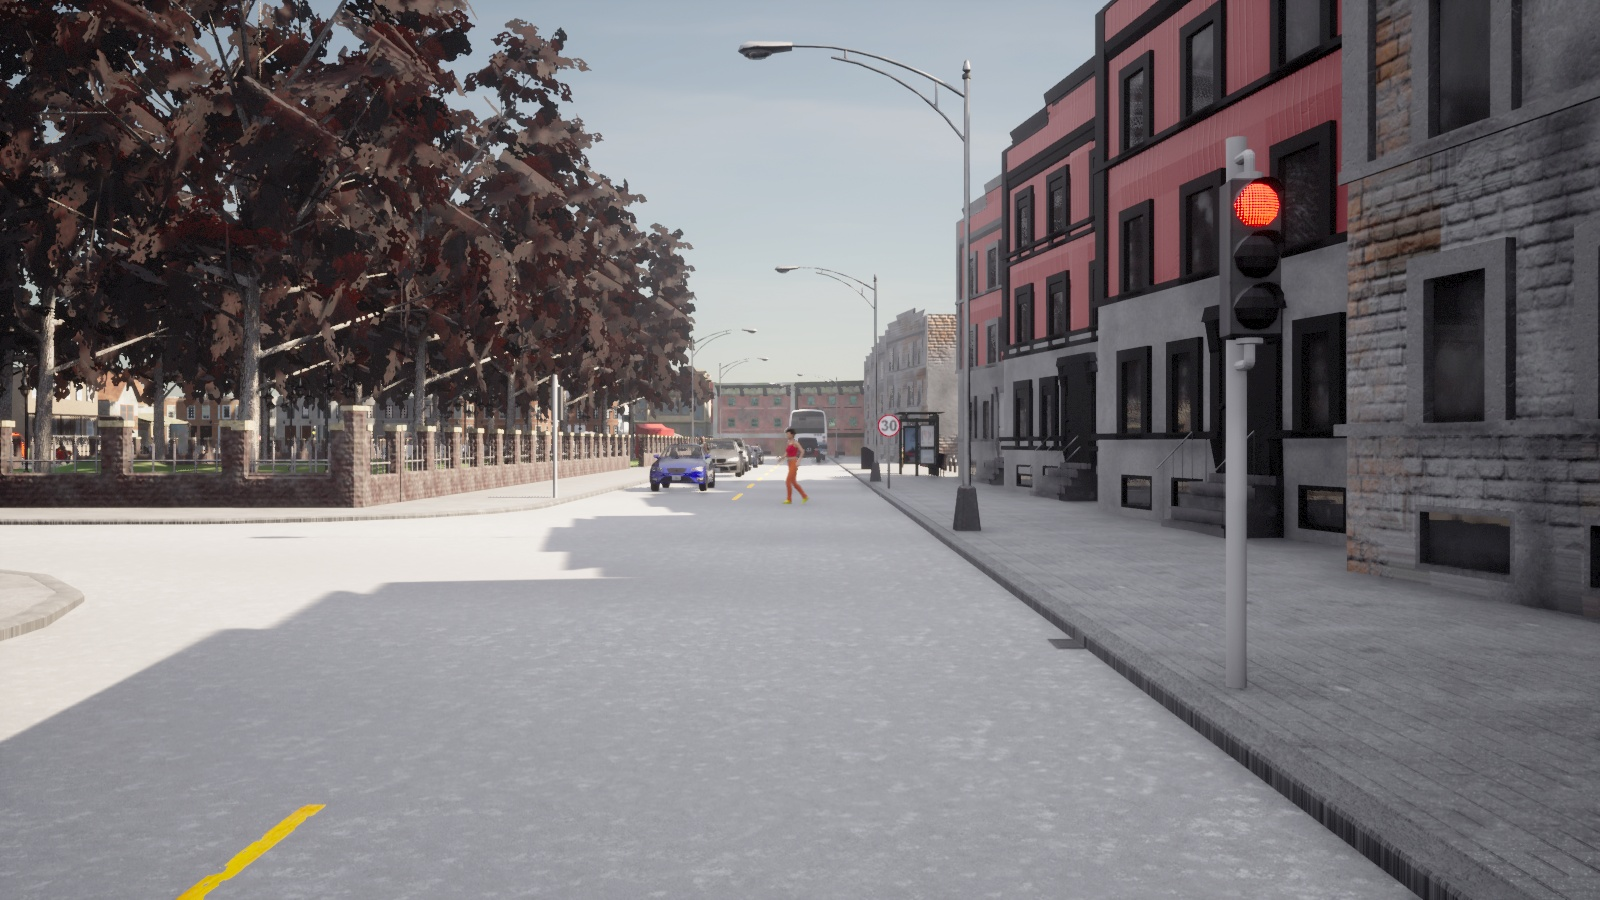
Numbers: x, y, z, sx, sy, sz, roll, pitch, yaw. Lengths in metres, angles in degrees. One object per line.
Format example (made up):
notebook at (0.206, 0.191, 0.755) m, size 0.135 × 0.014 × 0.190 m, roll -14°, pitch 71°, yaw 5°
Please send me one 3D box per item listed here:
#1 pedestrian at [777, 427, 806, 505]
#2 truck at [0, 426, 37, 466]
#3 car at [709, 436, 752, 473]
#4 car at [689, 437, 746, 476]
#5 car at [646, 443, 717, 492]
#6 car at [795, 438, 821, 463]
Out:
pedestrian at (-0.208, 0.367, 29.900) m, size 0.594 × 1.836 × 0.345 m, roll 0°, pitch 0°, yaw -23°
truck at (-49.885, -0.216, 76.979) m, size 2.627 × 2.467 × 5.204 m, roll -1°, pitch 0°, yaw 8°
car at (-3.565, 0.191, 65.413) m, size 1.932 × 1.855 × 4.605 m, roll 0°, pitch 0°, yaw 1°
car at (-3.627, 0.270, 56.252) m, size 2.242 × 1.667 × 4.611 m, roll 0°, pitch 0°, yaw 0°
car at (-3.717, 0.530, 40.145) m, size 1.816 × 1.474 × 4.193 m, roll 0°, pitch 0°, yaw 1°
car at (0.599, 0.011, 94.226) m, size 1.905 × 1.878 × 3.866 m, roll 0°, pitch 0°, yaw 0°
